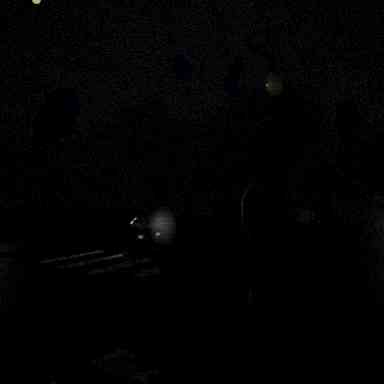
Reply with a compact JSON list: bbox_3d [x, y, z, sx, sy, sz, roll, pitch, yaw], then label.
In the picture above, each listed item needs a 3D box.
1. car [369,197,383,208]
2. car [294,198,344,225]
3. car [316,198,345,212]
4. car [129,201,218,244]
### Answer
[{"bbox_3d":[25.005,1.362,44.662,1.812,1.442,4.674,0,0,37],"label":"car"},{"bbox_3d":[8.576,1.324,22.784,2.128,1.511,4.902,0,0,37],"label":"car"},{"bbox_3d":[15.238,1.368,36.535,1.994,1.385,4.181,0,0,37],"label":"car"},{"bbox_3d":[-0.743,1.224,15.284,2.097,1.767,4.553,0,0,37],"label":"car"}]
